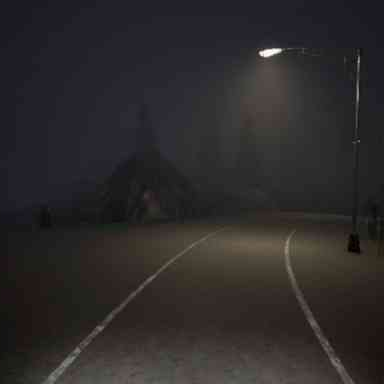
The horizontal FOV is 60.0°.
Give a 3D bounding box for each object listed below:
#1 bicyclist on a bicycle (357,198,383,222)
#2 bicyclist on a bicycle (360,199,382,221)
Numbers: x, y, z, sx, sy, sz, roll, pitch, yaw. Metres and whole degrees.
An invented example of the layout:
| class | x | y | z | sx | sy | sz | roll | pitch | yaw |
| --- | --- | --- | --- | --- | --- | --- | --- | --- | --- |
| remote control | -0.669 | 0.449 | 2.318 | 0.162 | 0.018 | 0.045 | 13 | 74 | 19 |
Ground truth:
| class | x | y | z | sx | sy | sz | roll | pitch | yaw |
| --- | --- | --- | --- | --- | --- | --- | --- | --- | --- |
| bicyclist on a bicycle | 14.256 | 1.403 | 26.435 | 1.656 | 1.620 | 0.582 | 12 | 4 | 38 |
| bicyclist on a bicycle | 14.065 | 1.426 | 26.181 | 1.656 | 1.620 | 0.582 | 10 | 10 | 39 |
